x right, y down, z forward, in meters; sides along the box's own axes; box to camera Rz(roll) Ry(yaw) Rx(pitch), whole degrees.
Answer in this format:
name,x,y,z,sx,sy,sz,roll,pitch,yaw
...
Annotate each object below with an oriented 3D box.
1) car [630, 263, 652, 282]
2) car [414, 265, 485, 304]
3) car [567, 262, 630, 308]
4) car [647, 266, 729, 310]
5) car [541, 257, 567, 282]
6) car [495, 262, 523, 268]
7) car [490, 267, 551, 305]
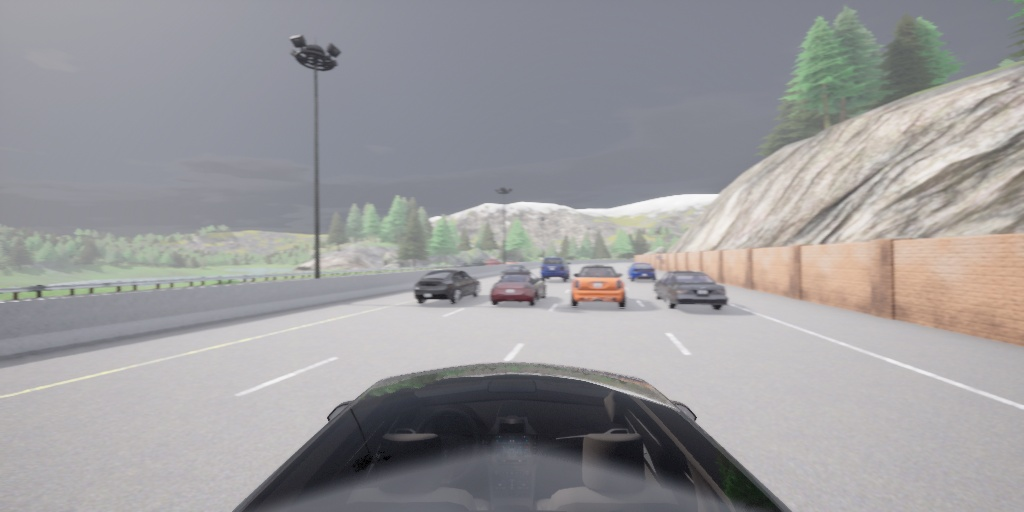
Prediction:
name,x,y,z,sx,sy,sz,roll,pitch,yaw
car,10.721,1.293,29.876,1.882,1.535,5.008,-1,0,13
car,-3.001,1.412,17.528,1.837,1.490,4.892,-1,0,13
car,3.755,1.153,15.701,2.097,1.767,4.553,-1,-1,13
car,7.141,1.300,14.801,2.033,1.411,5.357,-1,0,13
car,3.797,1.131,31.044,2.150,2.045,5.566,-1,0,13
car,0.389,1.512,31.820,2.033,1.411,5.357,-1,0,13
car,0.403,1.418,16.720,1.994,1.385,4.181,-1,0,14
